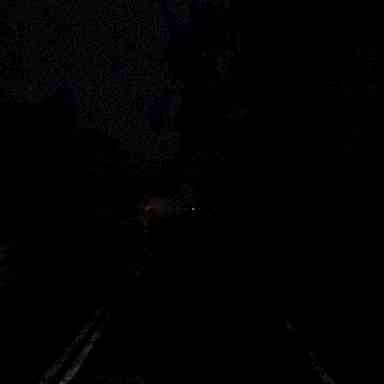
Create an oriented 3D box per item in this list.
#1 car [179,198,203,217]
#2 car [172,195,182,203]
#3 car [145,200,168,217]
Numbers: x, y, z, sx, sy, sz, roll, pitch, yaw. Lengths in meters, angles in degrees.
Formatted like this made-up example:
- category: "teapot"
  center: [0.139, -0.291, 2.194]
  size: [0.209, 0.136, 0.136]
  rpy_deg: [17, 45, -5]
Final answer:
- category: "car"
  center: [0.116, 1.552, 31.851]
  size: [2.033, 1.411, 5.357]
  rpy_deg: [0, 0, 0]
- category: "car"
  center: [-3.212, 1.447, 71.614]
  size: [1.882, 1.535, 5.008]
  rpy_deg: [0, 0, 0]
- category: "car"
  center: [-3.331, 1.482, 31.735]
  size: [1.882, 1.535, 5.008]
  rpy_deg: [0, 0, 0]
